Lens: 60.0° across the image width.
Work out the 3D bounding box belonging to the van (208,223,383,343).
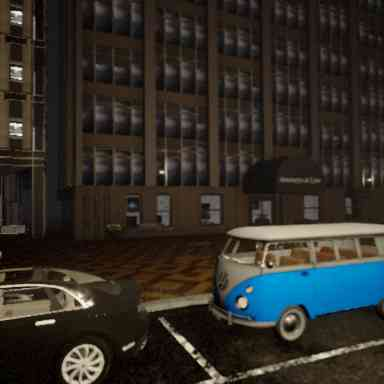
[{"bbox_3d":[2.333,1.521,6.355,3.998,1.788,1.690,0,-2,-23],"label":"van"}]

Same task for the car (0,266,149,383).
[{"bbox_3d":[-2.750,1.708,4.195,4.403,1.369,2.008,0,-2,-23],"label":"car"}]
